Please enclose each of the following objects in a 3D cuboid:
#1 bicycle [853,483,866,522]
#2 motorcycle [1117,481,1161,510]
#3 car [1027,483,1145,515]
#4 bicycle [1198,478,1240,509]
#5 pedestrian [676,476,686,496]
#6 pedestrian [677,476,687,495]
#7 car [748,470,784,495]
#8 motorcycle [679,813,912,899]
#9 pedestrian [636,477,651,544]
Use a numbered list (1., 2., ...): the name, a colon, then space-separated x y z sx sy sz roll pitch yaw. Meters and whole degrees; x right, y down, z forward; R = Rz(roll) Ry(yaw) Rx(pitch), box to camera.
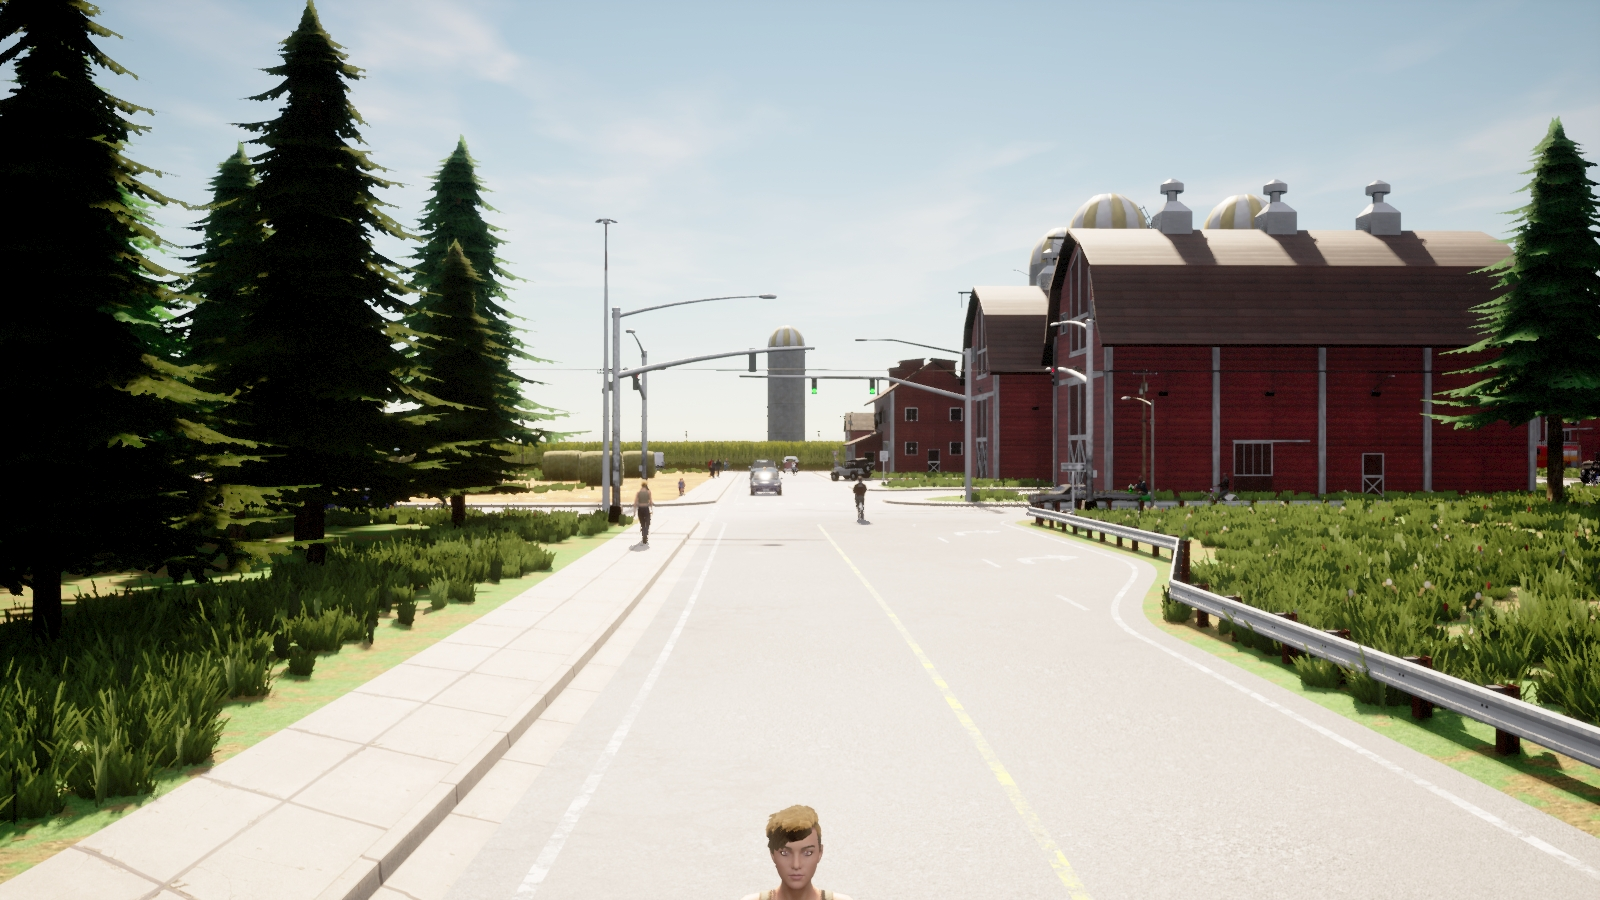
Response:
1. bicycle: 2.351 2.041 45.163 0.329 1.471 1.835 0 0 -2
2. motorcycle: 15.989 2.145 53.899 1.805 1.316 0.856 0 0 -1
3. car: 12.628 2.159 50.594 4.718 1.301 1.895 0 0 -6
4. bicycle: 19.800 2.064 53.998 1.835 1.471 0.329 0 0 -1
5. pedestrian: -6.851 2.053 65.595 0.500 1.100 0.500 0 0 1
6. pedestrian: -6.844 2.054 66.204 0.500 1.100 0.500 0 0 5
7. car: -2.153 2.036 72.119 2.163 1.488 4.792 0 0 -2
8. motorcycle: -0.013 2.128 3.457 0.764 1.307 2.356 0 0 0
9. pedestrian: -4.339 1.671 31.716 0.375 1.860 0.375 0 0 1
